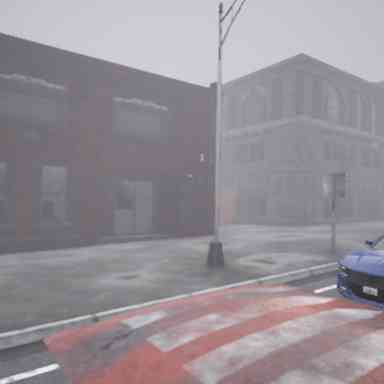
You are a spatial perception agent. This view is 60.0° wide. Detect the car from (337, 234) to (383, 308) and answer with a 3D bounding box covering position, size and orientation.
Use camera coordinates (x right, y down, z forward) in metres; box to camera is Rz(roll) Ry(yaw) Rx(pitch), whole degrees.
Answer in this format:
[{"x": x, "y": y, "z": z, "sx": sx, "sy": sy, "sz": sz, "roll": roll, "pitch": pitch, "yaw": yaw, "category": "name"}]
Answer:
[{"x": 5.225, "y": 1.505, "z": 7.394, "sx": 5.008, "sy": 1.535, "sz": 1.882, "roll": 0, "pitch": 0, "yaw": -35, "category": "car"}]
